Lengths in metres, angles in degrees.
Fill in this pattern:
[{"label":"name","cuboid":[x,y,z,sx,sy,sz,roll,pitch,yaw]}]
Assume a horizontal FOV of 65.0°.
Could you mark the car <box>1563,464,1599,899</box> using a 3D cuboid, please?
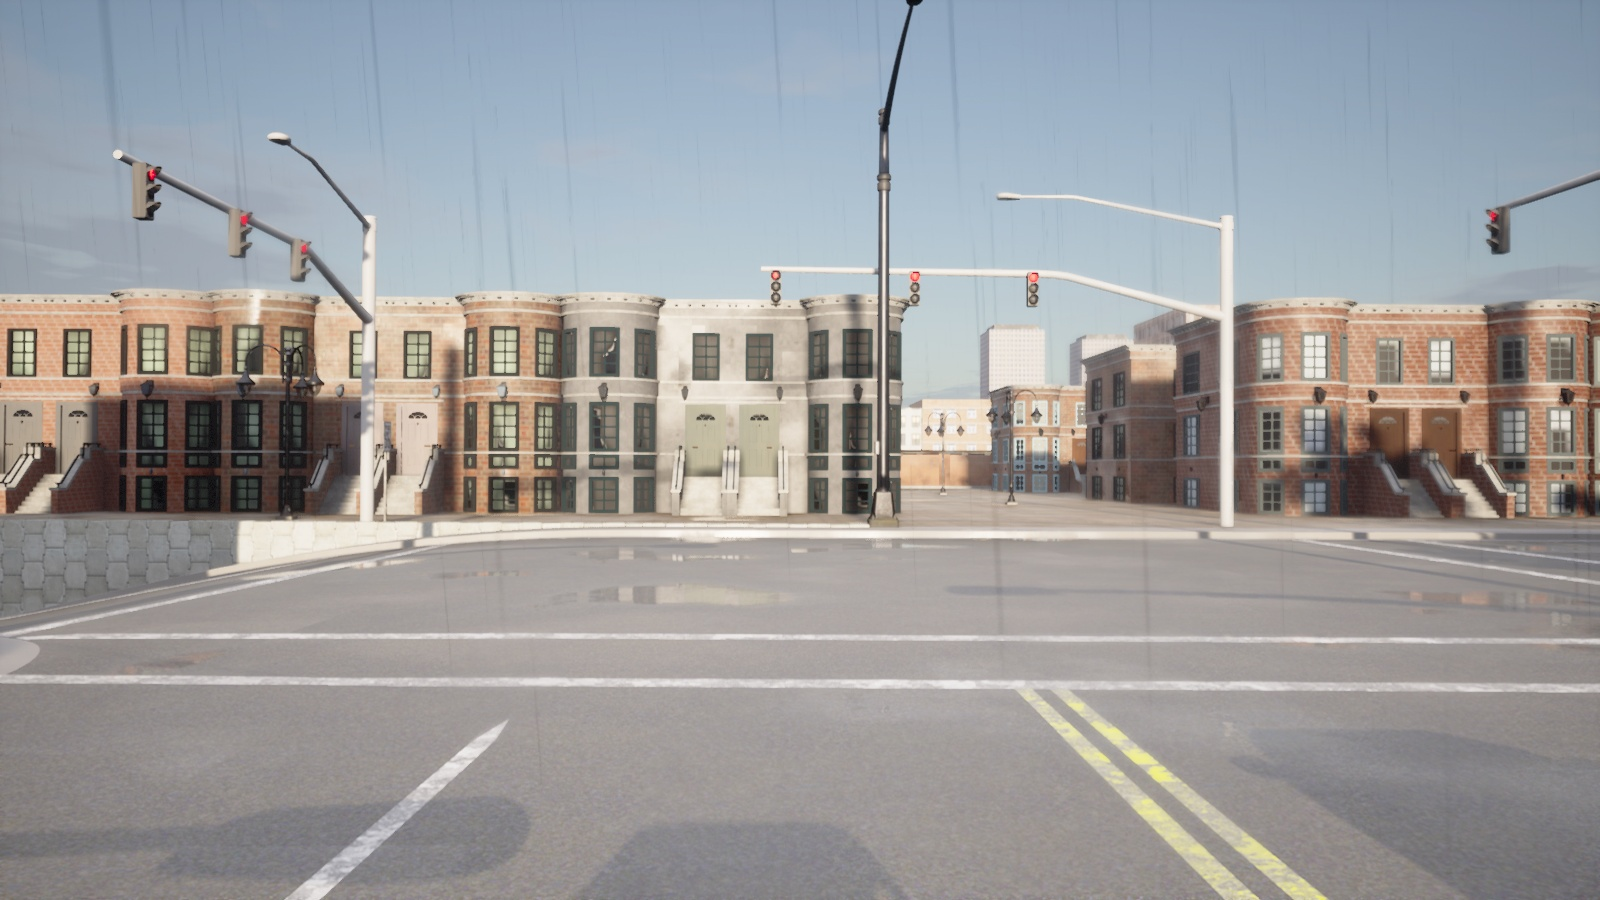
[{"label":"car","cuboid":[3.492,0.772,1.808,2.007,1.525,4.514,0,-1,0]}]
